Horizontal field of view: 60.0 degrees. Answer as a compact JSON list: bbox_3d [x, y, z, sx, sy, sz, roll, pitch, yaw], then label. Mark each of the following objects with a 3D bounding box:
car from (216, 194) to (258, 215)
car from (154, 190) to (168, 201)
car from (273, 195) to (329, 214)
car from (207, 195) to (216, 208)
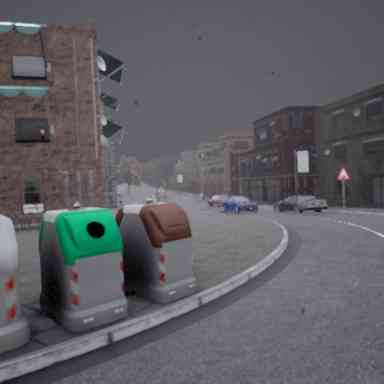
[{"bbox_3d":[4.062,1.091,29.075,1.882,1.535,5.008,-3,-1,-15],"label":"car"},{"bbox_3d":[-6.435,0.582,68.897,2.150,2.045,5.566,-3,3,-15],"label":"car"},{"bbox_3d":[8.200,0.912,25.651,2.033,1.411,5.357,-3,0,-14],"label":"car"},{"bbox_3d":[3.533,1.094,43.493,2.097,1.767,4.553,-3,0,-15],"label":"car"}]
